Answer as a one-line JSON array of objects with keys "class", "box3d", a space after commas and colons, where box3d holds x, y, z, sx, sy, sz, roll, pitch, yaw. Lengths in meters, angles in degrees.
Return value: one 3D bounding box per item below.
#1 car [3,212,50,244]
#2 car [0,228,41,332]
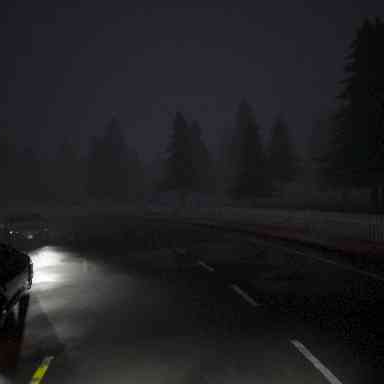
[{"class": "car", "box3d": [-8.597, 1.839, 17.270, 2.128, 1.511, 4.902, -3, 0, -30]}, {"class": "car", "box3d": [-4.535, 1.752, 6.606, 1.994, 1.385, 4.181, -2, 0, -15]}]
